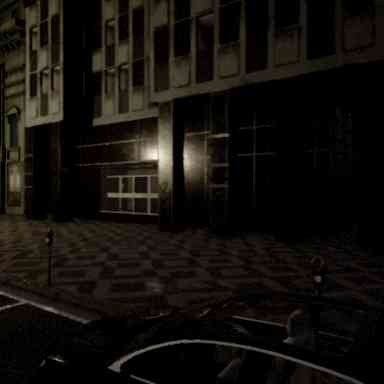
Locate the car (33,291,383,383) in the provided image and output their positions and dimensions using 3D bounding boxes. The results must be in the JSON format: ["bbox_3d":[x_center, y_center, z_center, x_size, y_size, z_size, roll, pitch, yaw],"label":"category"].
[{"bbox_3d":[0.529,1.535,2.592,4.403,1.369,2.008,0,1,34],"label":"car"}]
